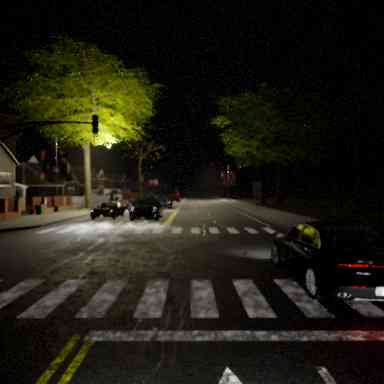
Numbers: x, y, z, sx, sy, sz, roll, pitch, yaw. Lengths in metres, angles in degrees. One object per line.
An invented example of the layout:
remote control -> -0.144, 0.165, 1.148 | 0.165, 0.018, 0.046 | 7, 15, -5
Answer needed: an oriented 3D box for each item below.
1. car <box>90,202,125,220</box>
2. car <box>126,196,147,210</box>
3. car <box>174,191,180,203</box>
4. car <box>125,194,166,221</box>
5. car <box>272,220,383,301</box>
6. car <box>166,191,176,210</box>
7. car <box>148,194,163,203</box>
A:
car -> -6.635, 1.449, 26.602 | 1.895, 1.301, 4.718 | 0, 0, 0
car -> -6.647, 1.302, 40.032 | 1.812, 1.442, 4.674 | 0, 0, -1
car -> -3.342, 0.879, 60.750 | 2.150, 2.045, 5.566 | 0, 0, 0
car -> -3.384, 1.211, 25.126 | 2.097, 1.767, 4.553 | 0, 0, 0
car -> 3.337, 1.458, 8.193 | 1.837, 1.490, 4.892 | 0, 1, 0
car -> -3.394, 1.131, 39.603 | 2.097, 1.767, 4.553 | 0, 0, 0
car -> -6.599, 1.165, 59.957 | 2.128, 1.511, 4.902 | 0, 0, 0
